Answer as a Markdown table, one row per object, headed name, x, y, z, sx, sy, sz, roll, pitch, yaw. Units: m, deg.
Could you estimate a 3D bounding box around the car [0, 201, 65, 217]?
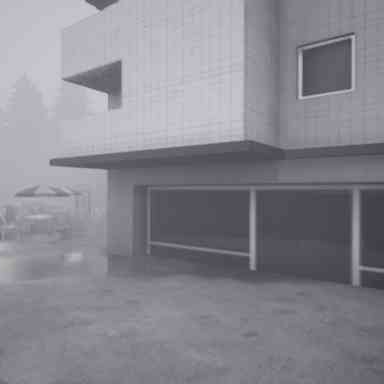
| name | x | y | z | sx | sy | sz | roll | pitch | yaw |
| --- | --- | --- | --- | --- | --- | --- | --- | --- | --- |
| car | -14.186 | 1.469 | 29.929 | 2.033 | 1.411 | 5.357 | 0 | 0 | 37 |
